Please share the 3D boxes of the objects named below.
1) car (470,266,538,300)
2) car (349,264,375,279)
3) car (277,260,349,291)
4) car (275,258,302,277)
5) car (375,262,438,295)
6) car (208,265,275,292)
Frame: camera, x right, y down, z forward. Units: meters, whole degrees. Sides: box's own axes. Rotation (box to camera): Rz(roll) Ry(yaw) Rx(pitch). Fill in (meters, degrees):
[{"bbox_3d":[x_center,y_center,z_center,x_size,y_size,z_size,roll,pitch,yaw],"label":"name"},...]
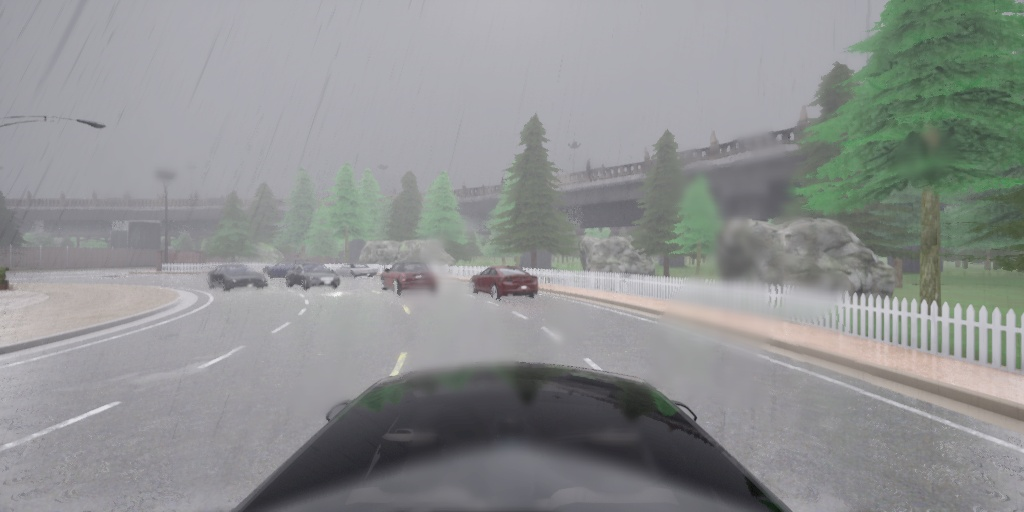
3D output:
[{"bbox_3d":[-0.534,1.218,17.739,1.882,1.535,5.008,0,0,-25],"label":"car"},{"bbox_3d":[-14.522,1.331,32.494,4.718,1.301,1.895,0,0,30],"label":"car"},{"bbox_3d":[-12.273,1.229,22.004,4.902,1.511,2.128,0,0,42],"label":"car"},{"bbox_3d":[-18.978,1.084,30.708,4.553,1.767,2.097,0,0,25],"label":"car"},{"bbox_3d":[-5.819,1.093,19.851,2.097,1.767,4.553,0,0,-33],"label":"car"},{"bbox_3d":[-16.346,1.285,21.291,5.357,1.411,2.033,0,0,39],"label":"car"}]
